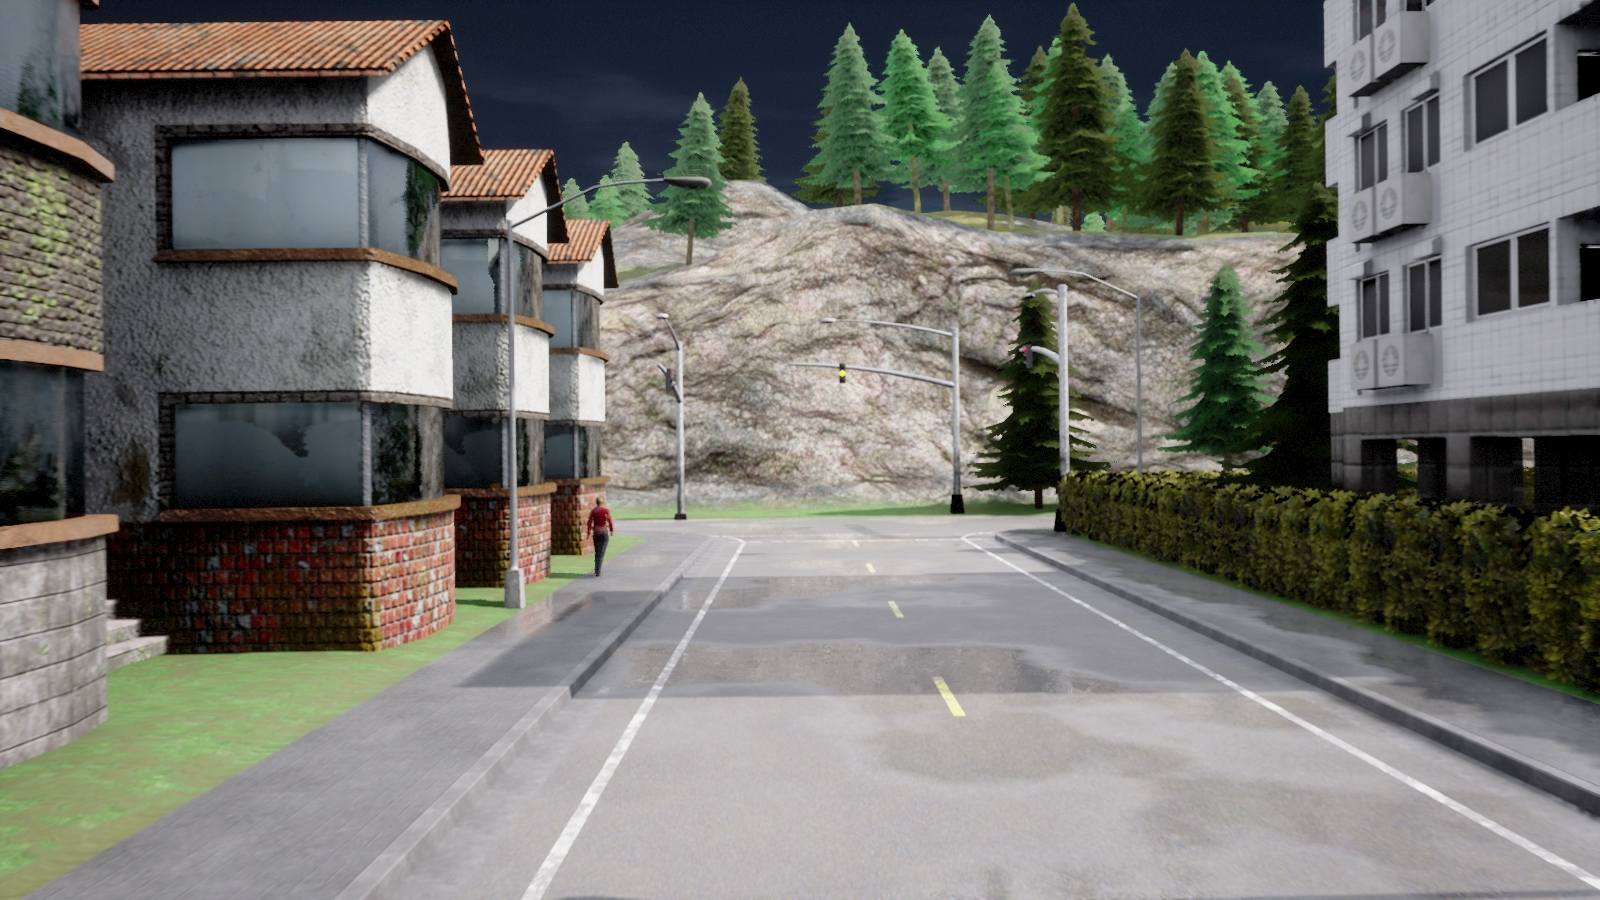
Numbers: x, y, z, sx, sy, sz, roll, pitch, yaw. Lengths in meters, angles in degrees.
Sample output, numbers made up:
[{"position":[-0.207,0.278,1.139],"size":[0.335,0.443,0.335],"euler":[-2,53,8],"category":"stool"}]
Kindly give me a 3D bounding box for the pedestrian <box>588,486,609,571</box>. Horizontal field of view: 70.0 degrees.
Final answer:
[{"position":[-4.469,1.738,25.352],"size":[0.375,1.860,0.375],"euler":[-1,0,-2],"category":"pedestrian"}]
